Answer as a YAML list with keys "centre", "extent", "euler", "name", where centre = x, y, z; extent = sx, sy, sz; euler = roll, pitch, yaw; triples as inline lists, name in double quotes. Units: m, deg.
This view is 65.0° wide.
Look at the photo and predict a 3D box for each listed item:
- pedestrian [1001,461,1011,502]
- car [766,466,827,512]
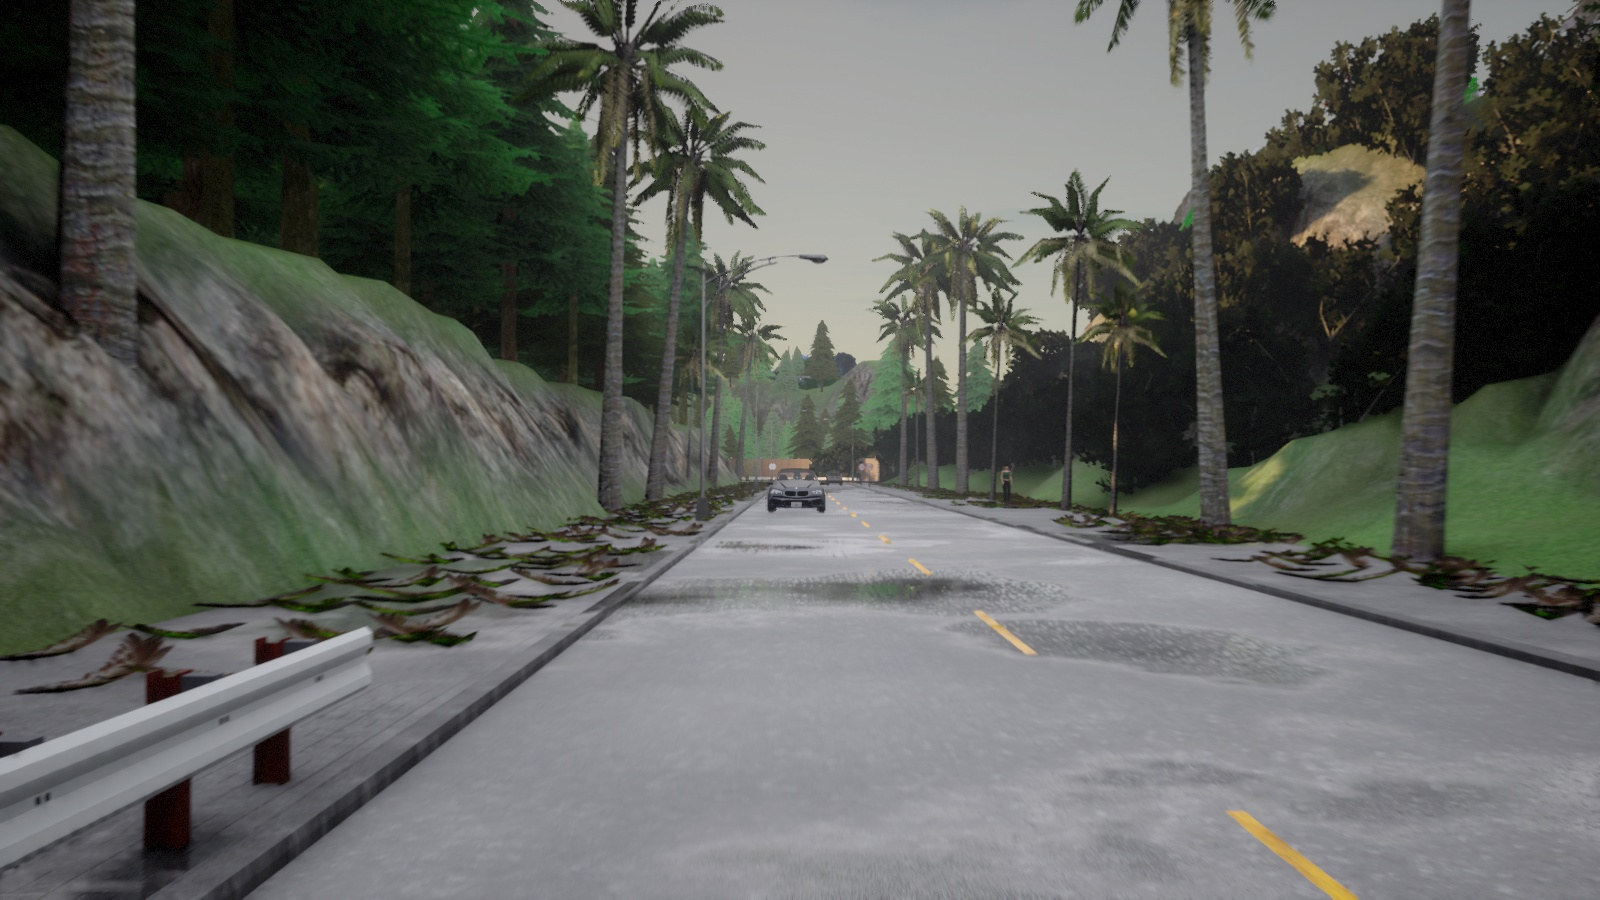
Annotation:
- centre: [9.244, 1.421, 56.352]
  extent: [0.345, 1.836, 0.594]
  euler: [0, -1, -1]
  name: "pedestrian"
- centre: [-0.121, 1.469, 48.527]
  extent: [2.242, 1.667, 4.611]
  euler: [0, -1, 0]
  name: "car"
